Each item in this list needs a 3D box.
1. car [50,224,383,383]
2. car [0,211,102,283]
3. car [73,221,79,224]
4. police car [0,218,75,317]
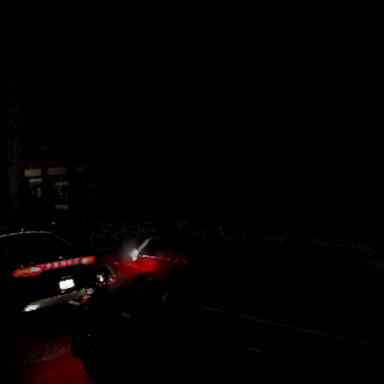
[{"bbox_3d":[0.613,1.382,3.921,4.553,1.767,2.097,0,0,36],"label":"car"},{"bbox_3d":[-4.924,1.504,10.372,4.097,1.590,1.967,0,-1,36],"label":"car"},{"bbox_3d":[-0.365,1.490,7.055,4.097,1.590,1.967,0,-1,36],"label":"car"},{"bbox_3d":[-4.352,1.470,7.533,5.238,1.638,1.930,0,-1,36],"label":"police car"}]
